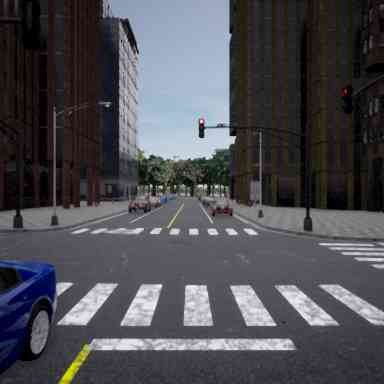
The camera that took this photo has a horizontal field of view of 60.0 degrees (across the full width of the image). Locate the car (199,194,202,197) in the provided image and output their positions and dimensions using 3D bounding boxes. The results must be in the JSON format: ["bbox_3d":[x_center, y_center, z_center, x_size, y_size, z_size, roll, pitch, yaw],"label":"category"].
[{"bbox_3d":[2.745,1.522,64.578,1.752,1.417,4.829,0,0,0],"label":"car"}]

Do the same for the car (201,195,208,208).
[{"bbox_3d":[2.750,1.545,48.095,2.008,1.369,4.403,0,0,0],"label":"car"}]

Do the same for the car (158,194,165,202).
[{"bbox_3d":[-5.777,1.520,53.361,1.752,1.417,4.829,0,0,0],"label":"car"}]

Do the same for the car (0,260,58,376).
[{"bbox_3d":[-3.001,1.478,3.105,1.882,1.535,5.008,0,0,0],"label":"car"}]

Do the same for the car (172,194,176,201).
[{"bbox_3d":[-5.786,1.570,86.156,1.947,1.339,4.313,0,0,0],"label":"car"}]

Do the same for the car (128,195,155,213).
[{"bbox_3d":[-5.773,1.309,37.218,2.192,1.841,5.009,0,0,0],"label":"car"}]

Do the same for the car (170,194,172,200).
[{"bbox_3d":[-5.782,1.549,69.844,2.008,1.369,4.403,0,0,0],"label":"car"}]

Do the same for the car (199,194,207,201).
[{"bbox_3d":[2.747,1.540,58.971,1.887,1.381,4.507,0,0,0],"label":"car"}]

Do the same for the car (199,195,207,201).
[{"bbox_3d":[2.739,1.554,86.158,2.008,1.369,4.403,0,0,0],"label":"car"}]

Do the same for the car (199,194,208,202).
[{"bbox_3d":[2.740,1.316,80.721,2.192,1.841,5.009,0,0,0],"label":"car"}]

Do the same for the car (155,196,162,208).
[{"bbox_3d":[-5.776,1.576,48.093,1.802,1.307,4.206,0,0,0],"label":"car"}]

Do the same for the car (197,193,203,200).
[{"bbox_3d":[2.742,1.525,75.453,1.752,1.417,4.829,0,0,0],"label":"car"}]

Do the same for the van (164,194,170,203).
[{"bbox_3d":[-5.780,1.338,64.406,1.690,1.788,3.998,0,0,0],"label":"van"}]

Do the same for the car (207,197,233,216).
[{"bbox_3d":[2.754,1.434,31.783,1.967,1.590,4.097,0,0,0],"label":"car"}]

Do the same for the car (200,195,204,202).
[{"bbox_3d":[2.748,1.539,53.533,1.887,1.381,4.507,0,0,0],"label":"car"}]
